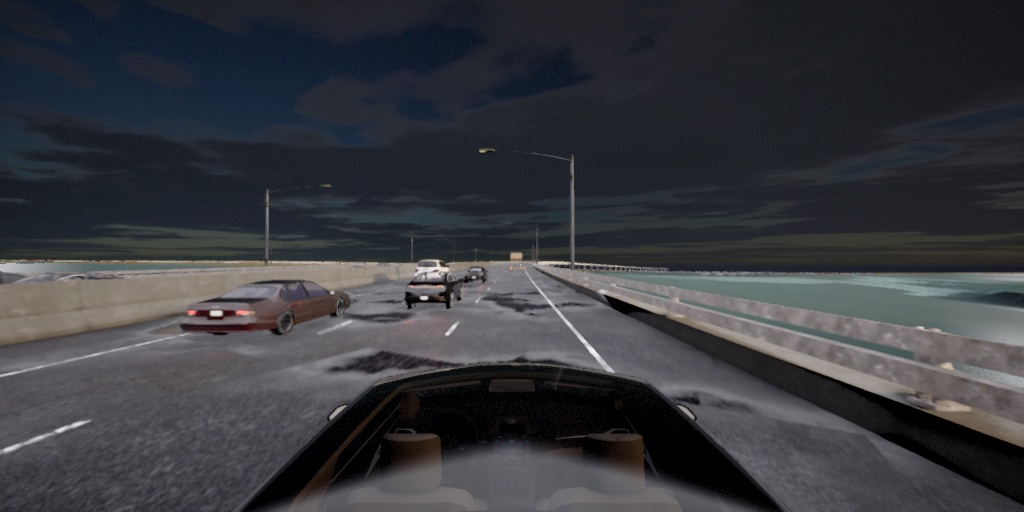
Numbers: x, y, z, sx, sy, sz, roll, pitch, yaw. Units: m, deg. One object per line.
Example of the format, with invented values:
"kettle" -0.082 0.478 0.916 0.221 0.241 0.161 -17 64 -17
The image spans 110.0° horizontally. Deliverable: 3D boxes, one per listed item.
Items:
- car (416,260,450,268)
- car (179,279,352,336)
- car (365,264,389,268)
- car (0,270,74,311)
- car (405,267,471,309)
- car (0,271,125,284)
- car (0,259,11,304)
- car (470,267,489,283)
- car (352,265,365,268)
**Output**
"car" -6.736 1.351 30.967 2.150 2.045 5.566 0 -1 1
"car" -6.881 1.417 10.859 2.033 1.411 5.357 0 -1 0
"car" -20.491 1.945 56.220 2.128 1.511 4.902 0 -1 2
"car" -21.065 1.384 13.944 1.882 1.535 5.008 0 -1 0
"car" -3.355 1.431 16.160 2.128 1.511 4.902 0 -1 0
"car" -17.565 1.399 13.916 2.128 1.511 4.902 0 -1 0
"car" -24.567 1.128 13.997 2.150 2.045 5.566 0 -1 0
"car" -3.213 1.680 32.904 1.812 1.442 4.674 0 -1 1
"car" -23.985 2.053 56.098 1.895 1.301 4.718 0 -1 2
